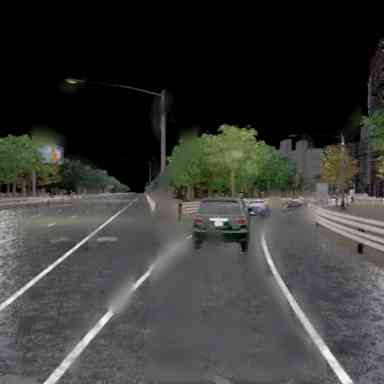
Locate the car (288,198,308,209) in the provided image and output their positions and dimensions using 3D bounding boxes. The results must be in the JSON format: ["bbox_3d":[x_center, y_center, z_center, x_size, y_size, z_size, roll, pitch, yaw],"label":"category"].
[{"bbox_3d":[15.180,1.606,47.470,1.812,1.442,4.674,0,0,34],"label":"car"}]

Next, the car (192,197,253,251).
[{"bbox_3d":[1.450,1.236,14.577,2.150,2.045,5.566,0,0,11],"label":"car"}]

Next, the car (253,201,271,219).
[{"bbox_3d":[5.901,1.572,29.989,1.812,1.442,4.674,0,0,21],"label":"car"}]
